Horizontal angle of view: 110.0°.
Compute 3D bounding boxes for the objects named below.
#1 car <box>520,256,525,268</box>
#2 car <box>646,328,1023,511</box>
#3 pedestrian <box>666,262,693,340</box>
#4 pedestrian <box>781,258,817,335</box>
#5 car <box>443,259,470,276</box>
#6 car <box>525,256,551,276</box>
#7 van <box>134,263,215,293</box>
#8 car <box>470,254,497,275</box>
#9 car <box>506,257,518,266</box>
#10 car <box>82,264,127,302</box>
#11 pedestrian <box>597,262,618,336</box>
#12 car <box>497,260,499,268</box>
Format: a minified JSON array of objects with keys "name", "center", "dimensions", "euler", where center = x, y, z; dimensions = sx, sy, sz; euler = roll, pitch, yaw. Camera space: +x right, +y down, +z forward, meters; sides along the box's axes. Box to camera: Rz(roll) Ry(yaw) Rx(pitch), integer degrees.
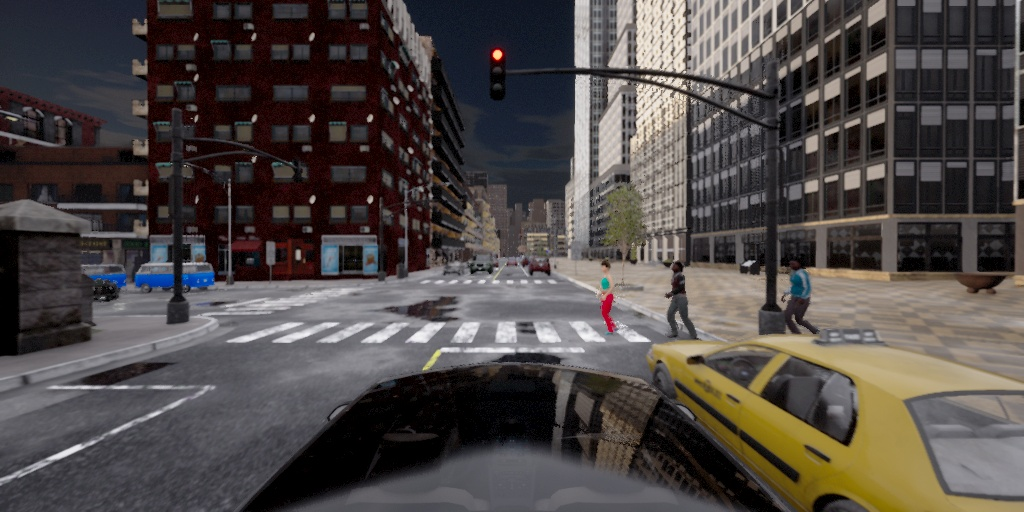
[{"name":"car","center":[2.700,0.883,57.479],"dimensions":[2.192,1.841,5.009],"euler":[0,0,0]},{"name":"car","center":[2.689,1.270,3.132],"dimensions":[1.751,1.417,4.829],"euler":[0,0,0]},{"name":"pedestrian","center":[3.853,1.018,8.303],"dimensions":[0.375,1.860,0.375],"euler":[0,0,0]},{"name":"pedestrian","center":[6.096,0.868,7.625],"dimensions":[0.375,1.860,0.375],"euler":[0,0,0]},{"name":"car","center":[-5.685,1.179,35.375],"dimensions":[2.007,1.370,4.403],"euler":[0,0,0]},{"name":"car","center":[2.695,0.943,35.374],"dimensions":[2.192,1.841,5.009],"euler":[0,0,0]},{"name":"van","center":[-20.764,1.313,22.140],"dimensions":[3.998,1.789,1.690],"euler":[0,0,-1]},{"name":"car","center":[-3.071,0.843,37.283],"dimensions":[2.150,2.045,5.566],"euler":[0,0,0]},{"name":"car","center":[0.011,1.116,64.565],"dimensions":[1.994,1.385,4.181],"euler":[0,0,0]},{"name":"car","center":[-20.961,1.370,16.343],"dimensions":[4.553,1.767,2.097],"euler":[-1,0,0]},{"name":"pedestrian","center":[2.348,1.016,8.839],"dimensions":[0.375,1.860,0.375],"euler":[0,0,0]},{"name":"car","center":[-3.055,0.928,53.887],"dimensions":[2.097,1.767,4.553],"euler":[0,0,0]}]
